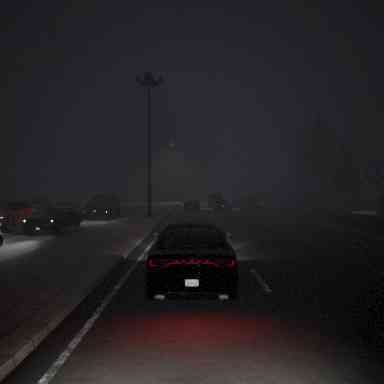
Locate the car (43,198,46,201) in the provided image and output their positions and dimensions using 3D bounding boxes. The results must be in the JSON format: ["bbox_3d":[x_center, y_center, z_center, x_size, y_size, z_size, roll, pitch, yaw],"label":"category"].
[{"bbox_3d":[-15.013,1.352,31.494,2.097,1.767,4.553,0,0,0],"label":"car"}]

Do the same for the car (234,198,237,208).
[{"bbox_3d":[6.979,1.547,49.473,2.033,1.411,5.357,0,0,0],"label":"car"}]

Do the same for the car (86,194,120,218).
[{"bbox_3d":[-8.013,1.221,30.142,2.150,2.045,5.566,0,0,0],"label":"car"}]

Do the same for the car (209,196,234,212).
[{"bbox_3d":[3.484,1.564,39.467,1.994,1.385,4.181,0,0,0],"label":"car"}]

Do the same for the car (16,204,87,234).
[{"bbox_3d":[-8.037,1.601,19.571,1.895,1.301,4.718,0,0,1],"label":"car"}]

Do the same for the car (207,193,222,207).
[{"bbox_3d":[3.479,1.221,49.501,2.150,2.045,5.566,0,0,0],"label":"car"}]

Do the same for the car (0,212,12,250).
[{"bbox_3d":[-8.082,1.564,10.817,1.994,1.385,4.181,0,0,0],"label":"car"}]

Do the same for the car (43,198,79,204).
[{"bbox_3d":[-11.513,1.526,30.579,1.812,1.442,4.674,0,0,0],"label":"car"}]

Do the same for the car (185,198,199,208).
[{"bbox_3d":[-0.021,1.601,49.500,1.895,1.301,4.718,0,0,0],"label":"car"}]

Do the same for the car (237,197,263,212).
[{"bbox_3d":[6.984,1.352,39.439,2.097,1.767,4.553,0,0,0],"label":"car"}]

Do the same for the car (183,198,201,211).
[{"bbox_3d":[-0.016,1.492,39.049,2.128,1.511,4.902,0,0,0],"label":"car"}]

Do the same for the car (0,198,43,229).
[{"bbox_3d":[-11.526,1.352,20.659,2.097,1.767,4.553,0,0,0],"label":"car"}]

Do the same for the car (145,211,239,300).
[{"bbox_3d":[-0.004,1.478,8.439,1.882,1.535,5.008,0,0,0],"label":"car"}]
